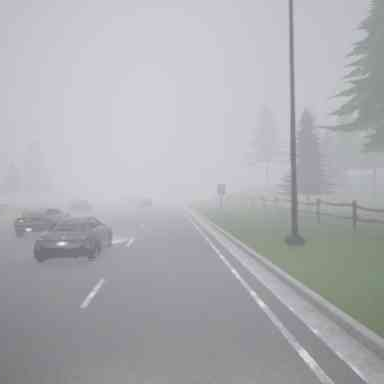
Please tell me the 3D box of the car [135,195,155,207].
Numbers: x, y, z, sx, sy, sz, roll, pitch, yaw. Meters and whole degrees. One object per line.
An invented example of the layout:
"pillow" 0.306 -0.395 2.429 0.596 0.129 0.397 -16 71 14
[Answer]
"car" -7.111 1.545 50.708 1.994 1.385 4.181 -1 0 -4

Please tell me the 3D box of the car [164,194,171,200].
"car" -6.723 1.362 91.006 1.837 1.490 4.892 -1 0 -4

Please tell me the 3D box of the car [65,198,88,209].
"car" -17.688 1.708 51.321 2.033 1.411 5.357 -1 0 -4

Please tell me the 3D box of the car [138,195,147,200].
"car" -13.881 1.505 92.879 2.128 1.511 4.902 -1 0 -4

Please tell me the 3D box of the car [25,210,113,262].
"car" -4.249 1.602 12.481 1.994 1.385 4.181 -1 0 -4

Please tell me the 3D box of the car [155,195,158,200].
"car" -10.304 1.445 91.975 1.812 1.442 4.674 -1 0 -4

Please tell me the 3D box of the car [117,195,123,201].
"car" -16.627 1.595 82.687 2.033 1.411 5.357 -1 0 -4

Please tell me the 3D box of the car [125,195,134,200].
"car" -17.391 1.518 92.877 1.882 1.535 5.008 -1 0 -4

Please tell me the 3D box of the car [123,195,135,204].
"car" -11.761 1.508 65.895 2.128 1.511 4.902 -1 0 -4

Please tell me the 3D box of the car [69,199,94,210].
"car" -13.371 1.717 40.567 1.895 1.301 4.718 -1 0 -4

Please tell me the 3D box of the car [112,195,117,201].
"car" -20.852 1.626 92.238 2.128 1.511 4.902 -1 0 -4

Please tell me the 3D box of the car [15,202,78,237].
"car" -8.232 1.593 18.808 1.837 1.490 4.892 -1 0 -4
